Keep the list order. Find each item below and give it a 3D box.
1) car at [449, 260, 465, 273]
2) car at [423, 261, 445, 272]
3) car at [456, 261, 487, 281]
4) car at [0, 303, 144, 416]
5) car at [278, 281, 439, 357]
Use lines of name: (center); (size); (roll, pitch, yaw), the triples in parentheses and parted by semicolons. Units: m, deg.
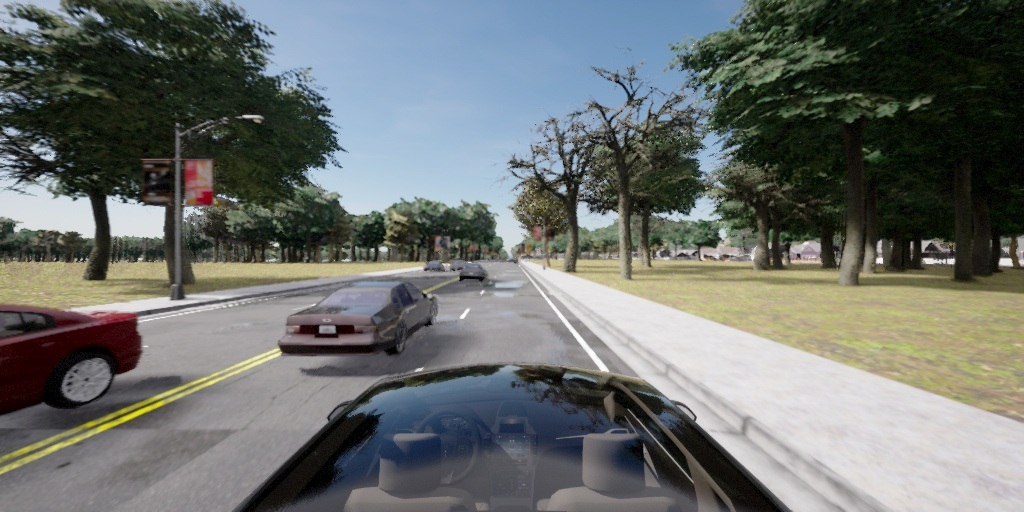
car: (-6.583, 1.273, 44.581); (1.837, 1.490, 4.892); (0, 0, 0)
car: (-9.828, 1.335, 45.502); (1.994, 1.385, 4.181); (0, 0, 0)
car: (-3.150, 1.322, 29.651); (1.994, 1.385, 4.181); (0, 0, 0)
car: (-6.600, 1.228, 3.352); (1.882, 1.535, 5.008); (0, 0, 0)
car: (-3.149, 1.298, 8.625); (2.033, 1.411, 5.357); (0, 0, 0)
